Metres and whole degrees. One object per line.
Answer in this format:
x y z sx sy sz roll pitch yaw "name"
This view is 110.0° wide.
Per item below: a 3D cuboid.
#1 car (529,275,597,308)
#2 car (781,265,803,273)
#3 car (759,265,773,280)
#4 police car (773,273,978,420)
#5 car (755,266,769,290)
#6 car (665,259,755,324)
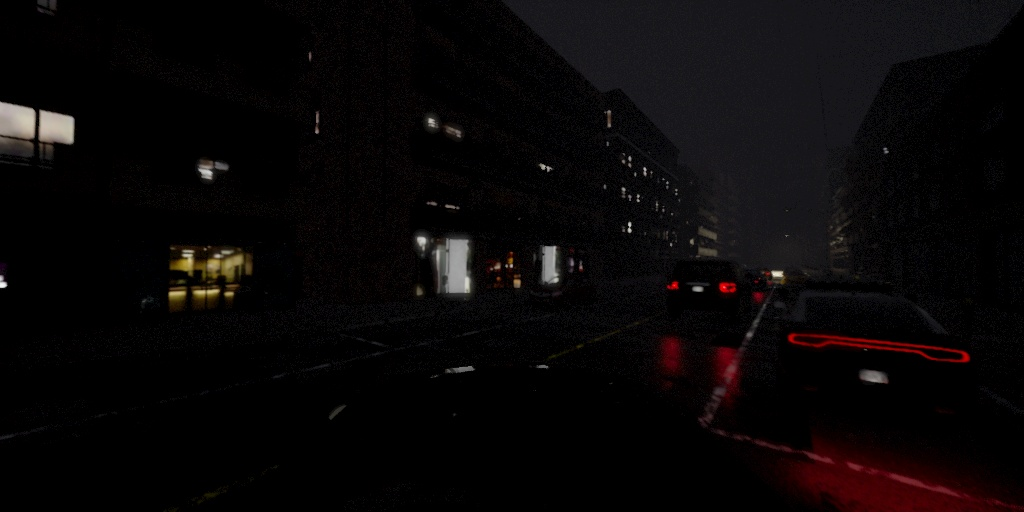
2.462 1.527 16.345 1.802 1.307 4.207 0 0 38 "car"
22.952 1.742 29.234 1.751 1.417 4.829 0 0 38 "car"
28.297 1.844 40.595 1.801 1.575 5.366 0 -1 38 "car"
5.893 1.266 6.335 1.930 1.638 5.238 0 -1 38 "police car"
17.602 1.682 26.553 1.812 1.442 4.674 0 -1 37 "car"
7.422 1.157 13.299 2.150 2.045 5.566 0 -1 38 "car"
